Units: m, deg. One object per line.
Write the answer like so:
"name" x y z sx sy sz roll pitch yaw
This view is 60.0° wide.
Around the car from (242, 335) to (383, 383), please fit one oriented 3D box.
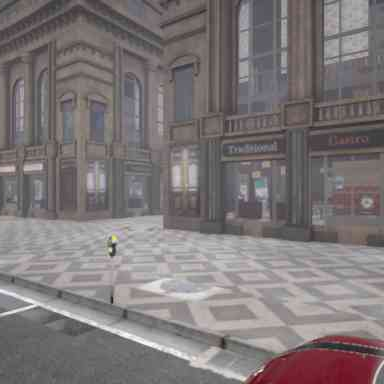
"car" 1.996 1.439 1.533 4.097 1.590 1.967 0 0 36
